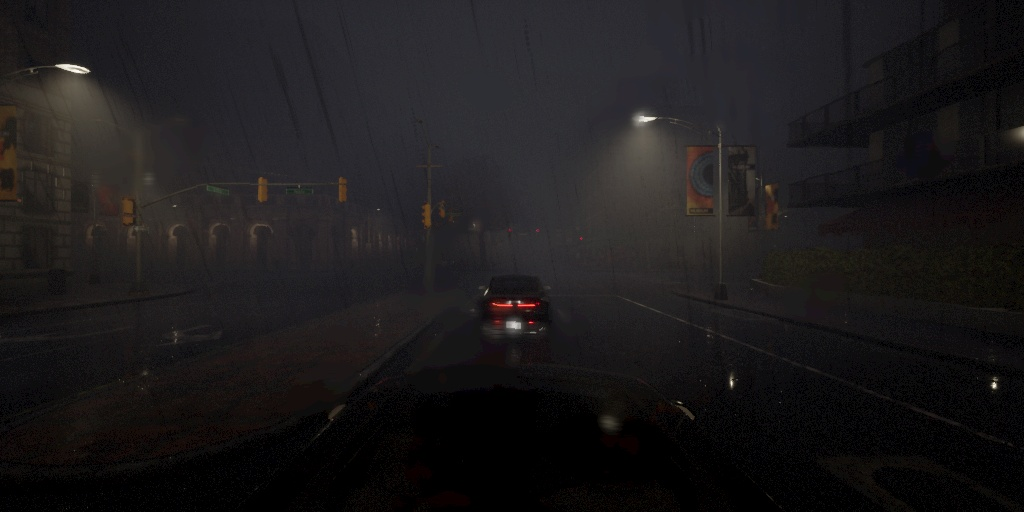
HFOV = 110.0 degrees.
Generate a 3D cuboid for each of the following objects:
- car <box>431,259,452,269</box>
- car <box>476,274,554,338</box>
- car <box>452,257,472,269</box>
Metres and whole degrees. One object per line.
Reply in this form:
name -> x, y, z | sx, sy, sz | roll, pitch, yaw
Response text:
car -> -11.545, 1.276, 58.574 | 1.812, 1.442, 4.674 | 0, 0, 0
car -> 0.077, 1.255, 10.153 | 1.837, 1.490, 4.892 | 0, 0, 0
car -> -8.054, 1.276, 58.349 | 1.812, 1.442, 4.674 | 0, 0, 0
